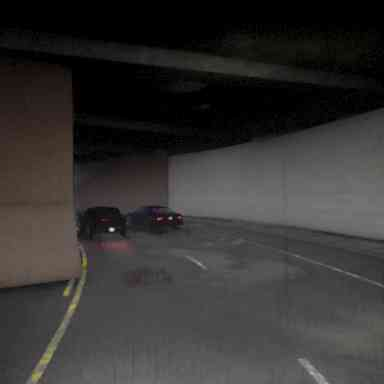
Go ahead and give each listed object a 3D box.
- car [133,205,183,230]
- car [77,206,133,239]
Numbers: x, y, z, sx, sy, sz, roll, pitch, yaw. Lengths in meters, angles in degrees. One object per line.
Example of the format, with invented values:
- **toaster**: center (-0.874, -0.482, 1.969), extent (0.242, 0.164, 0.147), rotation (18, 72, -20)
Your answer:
- **car**: center (-2.501, 1.530, 20.904), extent (2.033, 1.411, 5.357), rotation (-1, 0, -31)
- **car**: center (-4.881, 1.515, 17.812), extent (1.837, 1.490, 4.892), rotation (0, 0, -27)
